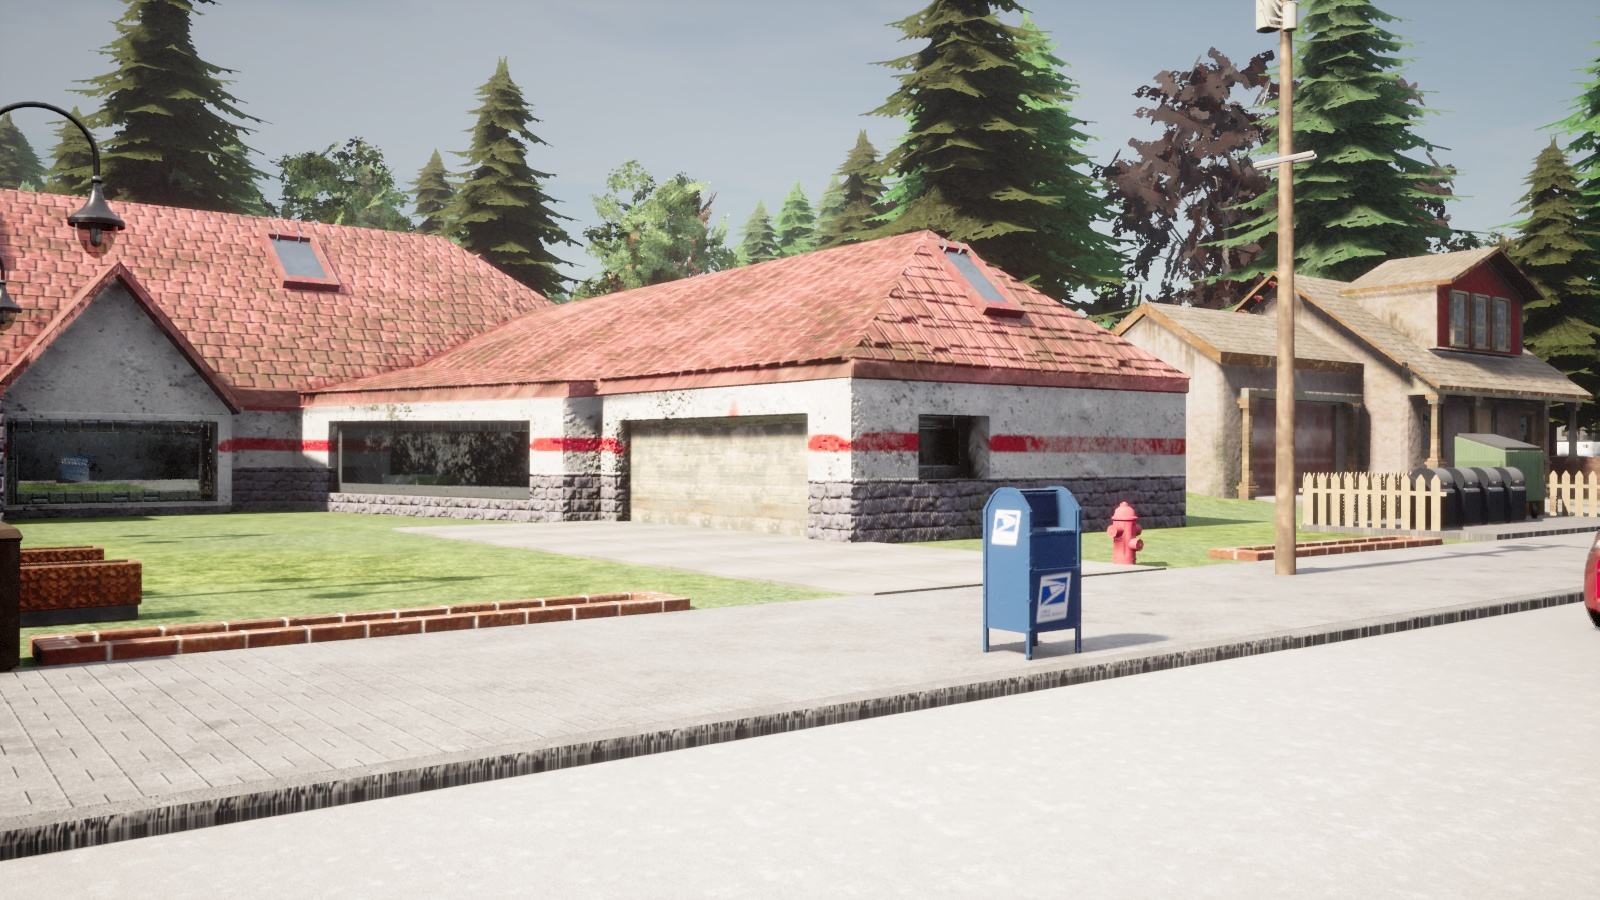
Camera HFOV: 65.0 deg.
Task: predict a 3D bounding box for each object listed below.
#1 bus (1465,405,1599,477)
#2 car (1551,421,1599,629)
[{"bbox_3d":[47.497,-0.542,77.922,3.944,4.253,10.273,0,0,-37],"label":"bus"},{"bbox_3d":[8.692,0.597,10.836,4.611,1.667,2.242,0,0,-37],"label":"car"}]
